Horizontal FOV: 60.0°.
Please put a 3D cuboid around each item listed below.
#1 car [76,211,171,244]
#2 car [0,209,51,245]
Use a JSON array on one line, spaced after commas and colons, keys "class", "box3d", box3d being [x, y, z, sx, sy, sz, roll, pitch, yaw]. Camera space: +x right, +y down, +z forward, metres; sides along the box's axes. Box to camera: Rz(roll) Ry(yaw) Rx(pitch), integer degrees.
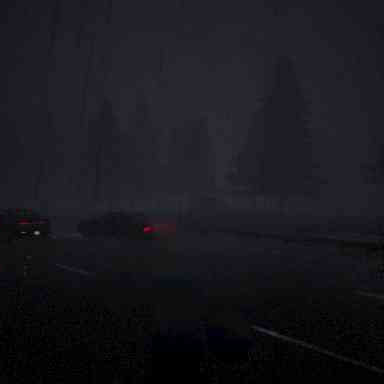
[{"class": "car", "box3d": [-3.518, 1.669, 16.494, 5.357, 1.411, 2.033, 0, -1, 38]}, {"class": "car", "box3d": [-8.765, 1.565, 15.973, 4.902, 1.511, 2.128, 0, -1, 35]}]
